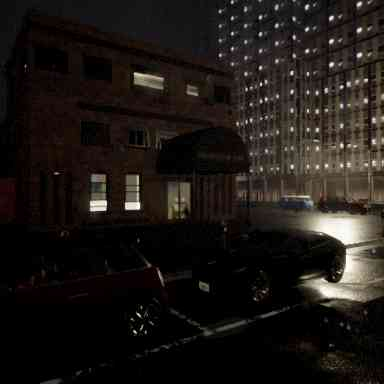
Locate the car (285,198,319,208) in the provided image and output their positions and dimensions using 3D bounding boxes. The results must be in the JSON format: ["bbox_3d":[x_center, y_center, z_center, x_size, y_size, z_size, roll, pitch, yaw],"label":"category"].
[{"bbox_3d":[15.472,1.514,46.950,1.802,1.307,4.206,0,0,-35],"label":"car"}]

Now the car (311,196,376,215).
[{"bbox_3d":[14.934,1.308,33.065,2.192,1.841,5.009,0,0,-35],"label":"car"}]

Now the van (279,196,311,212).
[{"bbox_3d":[11.765,1.326,37.611,1.690,1.788,3.998,0,0,-35],"label":"van"}]

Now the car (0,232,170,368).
[{"bbox_3d":[-2.442,1.440,4.826,4.097,1.590,1.967,0,0,-35],"label":"car"}]

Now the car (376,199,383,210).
[{"bbox_3d":[21.810,1.498,37.859,2.008,1.369,4.403,0,0,-35],"label":"car"}]

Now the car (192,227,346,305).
[{"bbox_3d":[2.022,1.565,8.078,4.313,1.339,1.947,0,0,-35],"label":"car"}]
